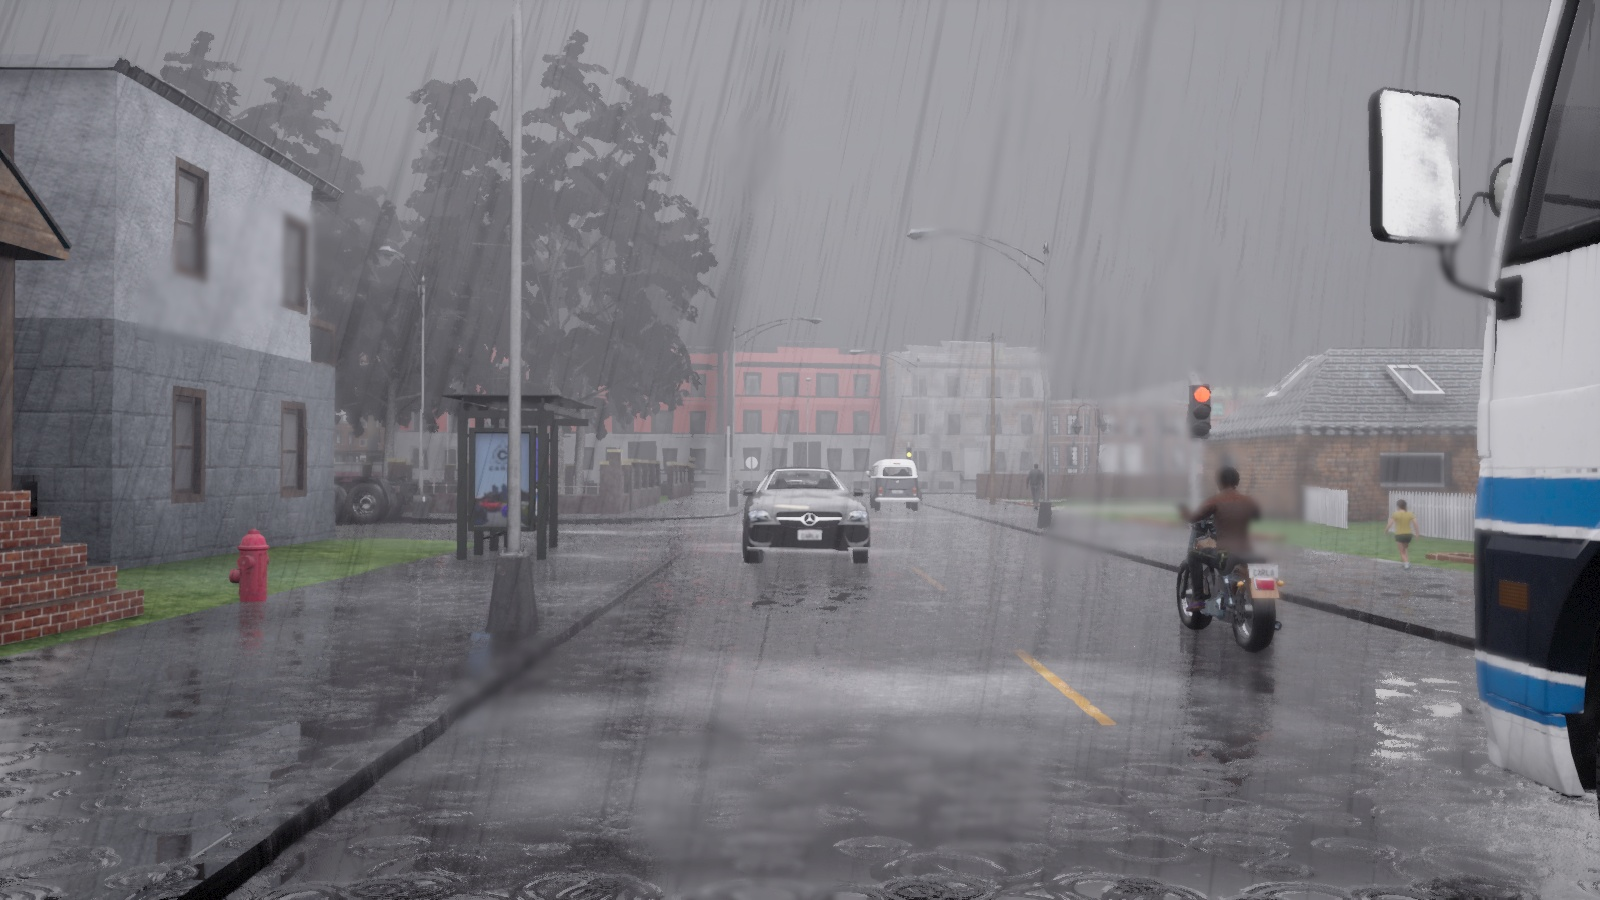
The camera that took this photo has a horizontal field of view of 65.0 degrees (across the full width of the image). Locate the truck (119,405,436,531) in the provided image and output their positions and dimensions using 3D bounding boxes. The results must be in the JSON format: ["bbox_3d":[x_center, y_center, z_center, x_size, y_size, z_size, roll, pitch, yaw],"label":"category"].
[{"bbox_3d":[-14.878,0.500,36.276,7.936,3.462,2.891,0,-1,-4],"label":"truck"}]

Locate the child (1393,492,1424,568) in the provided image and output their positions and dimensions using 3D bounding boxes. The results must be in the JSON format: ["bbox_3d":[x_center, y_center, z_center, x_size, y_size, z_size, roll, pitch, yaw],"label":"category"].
[{"bbox_3d":[9.056,1.181,18.691,0.255,1.110,0.394,0,-1,0],"label":"child"}]

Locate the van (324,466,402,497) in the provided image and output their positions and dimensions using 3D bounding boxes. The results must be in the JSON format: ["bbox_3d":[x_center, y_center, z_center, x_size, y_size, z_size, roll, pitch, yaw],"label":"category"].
[{"bbox_3d":[-28.225,2.041,81.259,4.442,1.987,1.775,0,-1,0],"label":"van"}]

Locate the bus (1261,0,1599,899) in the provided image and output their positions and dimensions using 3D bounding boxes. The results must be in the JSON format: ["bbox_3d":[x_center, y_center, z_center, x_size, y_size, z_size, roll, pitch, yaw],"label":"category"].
[{"bbox_3d":[3.998,-0.572,0.333,3.944,4.253,10.273,0,-1,0],"label":"bus"}]

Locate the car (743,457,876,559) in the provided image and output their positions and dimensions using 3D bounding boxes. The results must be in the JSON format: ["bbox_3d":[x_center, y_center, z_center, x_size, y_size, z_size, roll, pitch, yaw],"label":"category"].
[{"bbox_3d":[0.041,0.977,22.892,2.152,1.651,5.027,0,-1,-3],"label":"car"}]

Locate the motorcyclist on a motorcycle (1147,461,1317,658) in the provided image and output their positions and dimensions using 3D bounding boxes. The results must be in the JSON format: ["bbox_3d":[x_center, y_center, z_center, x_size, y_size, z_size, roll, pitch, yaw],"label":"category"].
[{"bbox_3d":[3.954,0.946,11.733,0.766,1.649,2.350,0,-1,0],"label":"motorcyclist on a motorcycle"}]

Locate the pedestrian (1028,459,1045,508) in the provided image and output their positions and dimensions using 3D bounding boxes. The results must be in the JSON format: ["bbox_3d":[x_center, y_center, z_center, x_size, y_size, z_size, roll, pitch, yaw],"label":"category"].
[{"bbox_3d":[9.212,1.301,48.934,0.563,1.883,0.849,0,-1,14],"label":"pedestrian"}]

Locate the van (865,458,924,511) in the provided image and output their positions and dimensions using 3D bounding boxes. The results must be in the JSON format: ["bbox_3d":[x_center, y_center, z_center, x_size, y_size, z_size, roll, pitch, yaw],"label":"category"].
[{"bbox_3d":[3.825,1.384,51.444,2.069,2.038,4.480,0,-1,0],"label":"van"}]
